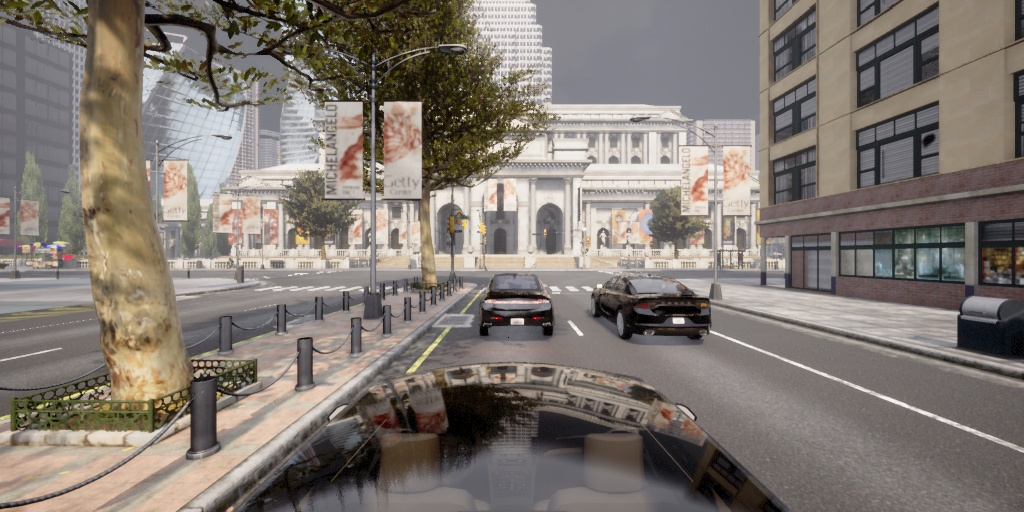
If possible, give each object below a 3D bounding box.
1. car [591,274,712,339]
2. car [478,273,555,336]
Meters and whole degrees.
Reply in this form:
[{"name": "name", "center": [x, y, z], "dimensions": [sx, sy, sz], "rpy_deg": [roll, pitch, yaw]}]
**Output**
[{"name": "car", "center": [3.565, 1.228, 10.109], "dimensions": [1.882, 1.535, 5.008], "rpy_deg": [0, 0, 0]}, {"name": "car", "center": [0.080, 1.242, 10.376], "dimensions": [2.128, 1.511, 4.902], "rpy_deg": [0, 0, -1]}]
